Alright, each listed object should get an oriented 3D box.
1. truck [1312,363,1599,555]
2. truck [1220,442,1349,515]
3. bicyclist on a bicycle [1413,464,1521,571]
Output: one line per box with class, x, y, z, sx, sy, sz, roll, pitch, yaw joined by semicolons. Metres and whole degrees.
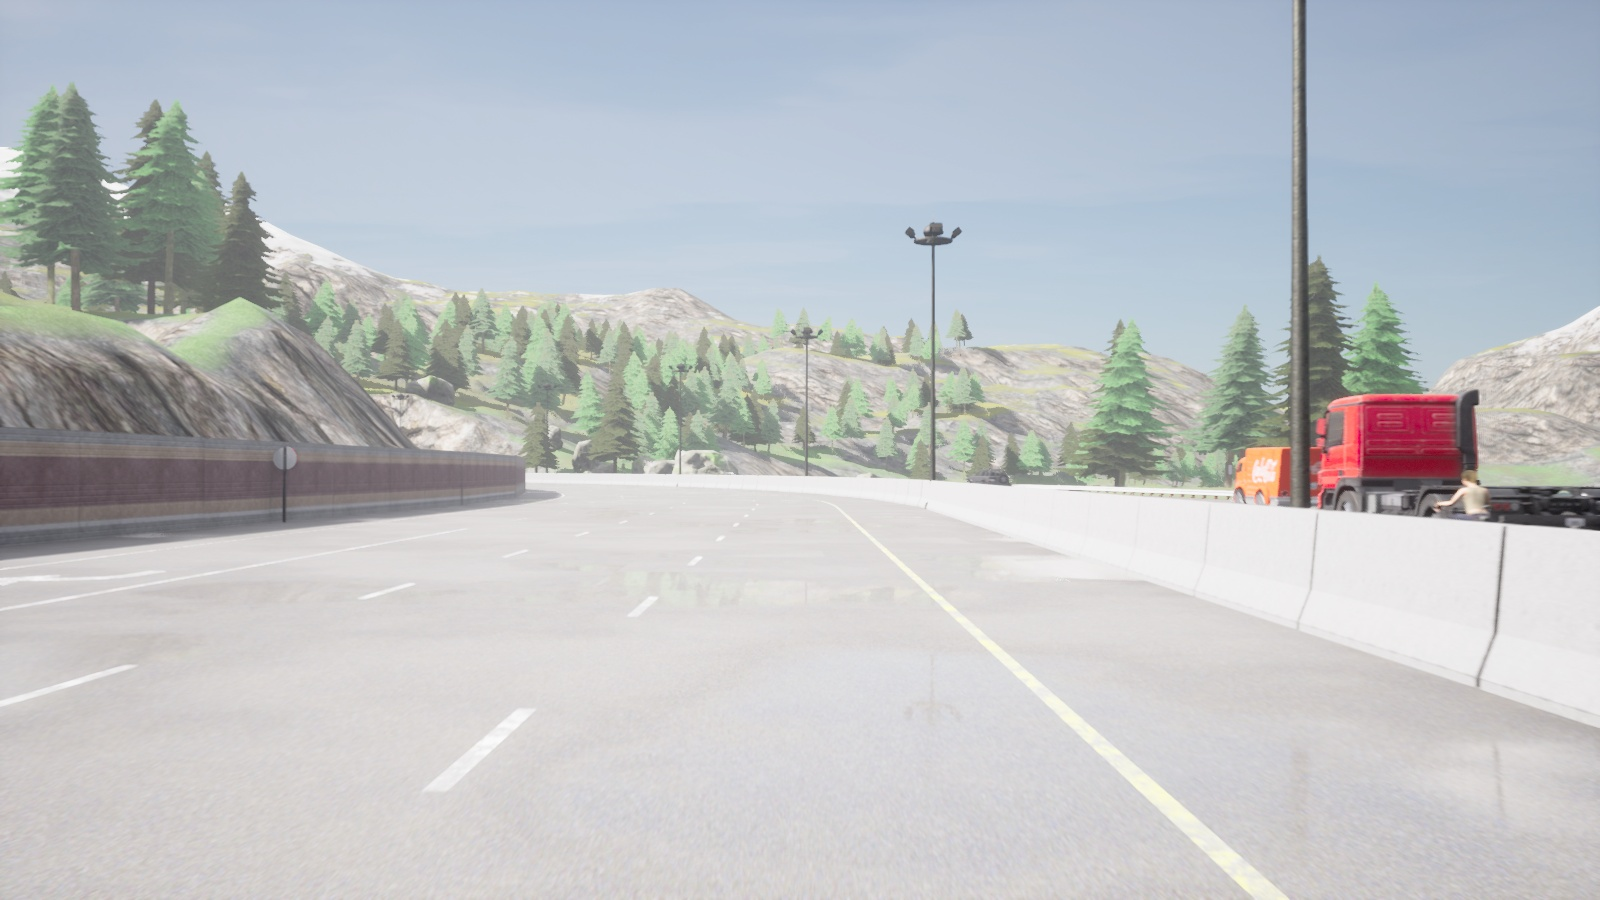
truck;13.932;0.223;26.621;2.891;3.462;7.936;0;-1;0
truck;17.391;1.018;45.406;2.627;2.467;5.204;0;-1;0
bicyclist on a bicycle;10.449;1.040;19.736;0.866;1.612;1.509;0;-1;0
